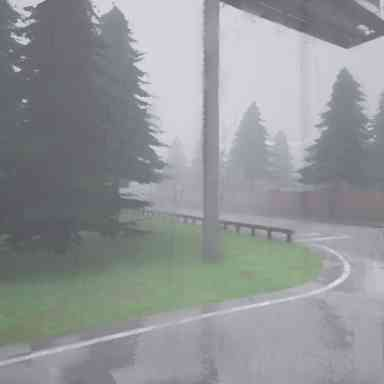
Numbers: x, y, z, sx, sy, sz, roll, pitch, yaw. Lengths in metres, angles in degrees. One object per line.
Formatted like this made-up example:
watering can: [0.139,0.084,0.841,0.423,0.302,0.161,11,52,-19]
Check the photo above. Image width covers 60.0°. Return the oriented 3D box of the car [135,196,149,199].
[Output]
car: [-6.934,1.229,46.317,1.812,1.442,4.674,0,0,-28]
